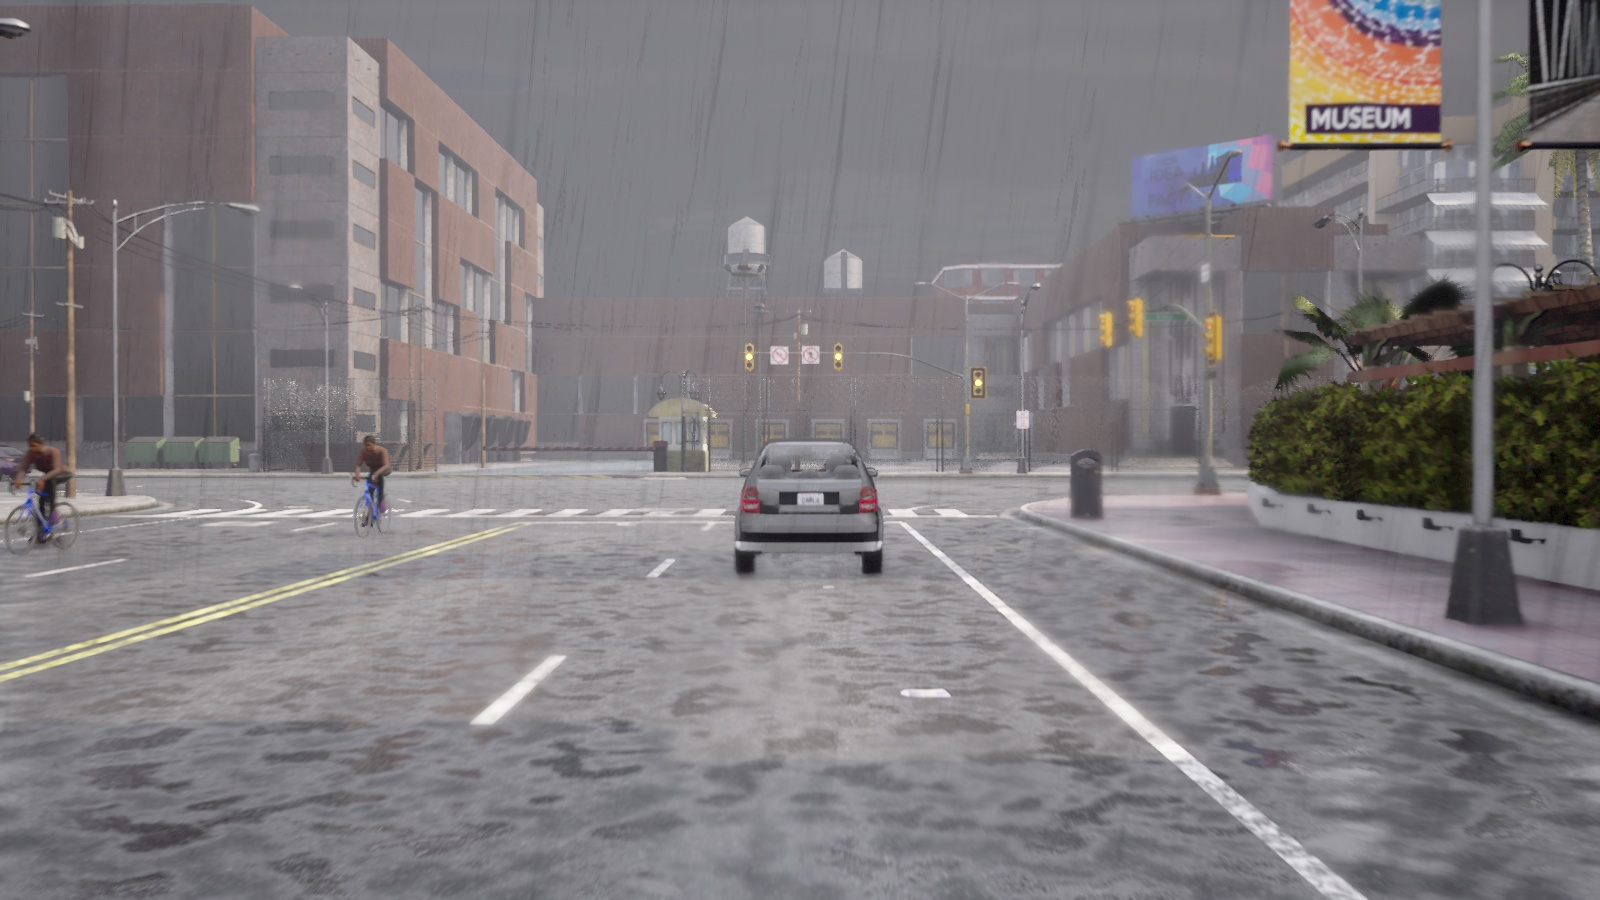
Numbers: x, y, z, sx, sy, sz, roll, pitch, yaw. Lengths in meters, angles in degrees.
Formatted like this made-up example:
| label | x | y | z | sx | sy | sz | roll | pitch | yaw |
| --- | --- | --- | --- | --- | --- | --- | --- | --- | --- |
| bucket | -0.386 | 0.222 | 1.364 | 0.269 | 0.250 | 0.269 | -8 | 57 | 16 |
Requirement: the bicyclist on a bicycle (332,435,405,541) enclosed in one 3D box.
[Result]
| label | x | y | z | sx | sy | sz | roll | pitch | yaw |
| --- | --- | --- | --- | --- | --- | --- | --- | --- | --- |
| bicyclist on a bicycle | -6.871 | 0.577 | 20.068 | 0.582 | 1.620 | 1.656 | 0 | 1 | 0 |

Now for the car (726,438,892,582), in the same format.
| label | x | y | z | sx | sy | sz | roll | pitch | yaw |
| --- | --- | --- | --- | --- | --- | --- | --- | --- | --- |
| car | 0.107 | 0.635 | 15.414 | 1.789 | 1.549 | 3.705 | 0 | 0 | 0 |

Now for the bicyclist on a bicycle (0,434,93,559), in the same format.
| label | x | y | z | sx | sy | sz | roll | pitch | yaw |
| --- | --- | --- | --- | --- | --- | --- | --- | --- | --- |
| bicyclist on a bicycle | -10.388 | 0.592 | 17.088 | 0.582 | 1.620 | 1.656 | 0 | 1 | 0 |

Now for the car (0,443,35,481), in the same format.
| label | x | y | z | sx | sy | sz | roll | pitch | yaw |
| --- | --- | --- | --- | --- | --- | --- | --- | --- | --- |
| car | -32.465 | 0.450 | 48.947 | 4.193 | 1.474 | 1.816 | 0 | 0 | 1 |
